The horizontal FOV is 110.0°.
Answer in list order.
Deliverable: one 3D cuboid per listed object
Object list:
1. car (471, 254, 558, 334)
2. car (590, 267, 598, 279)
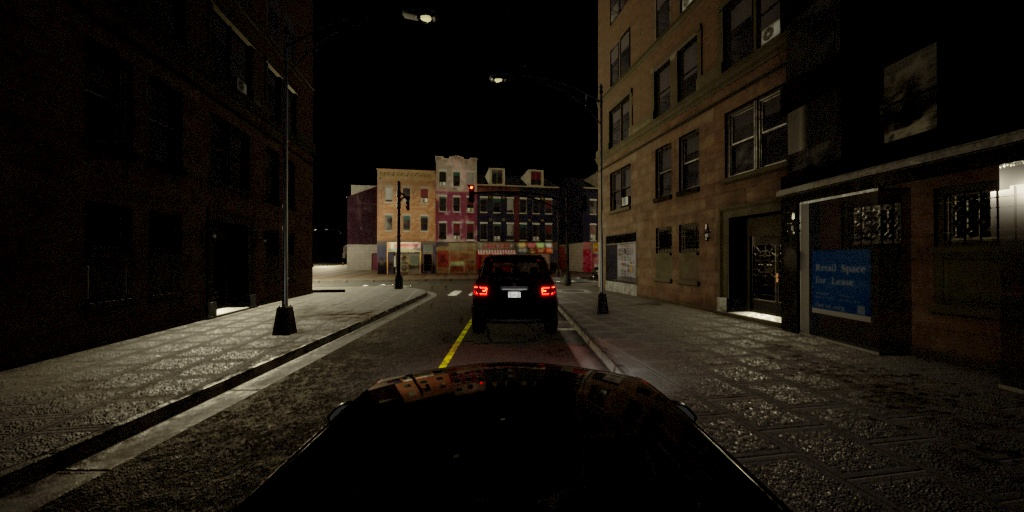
[{"bbox_3d":[0.095,0.973,10.829,2.150,2.045,5.566,0,0,1],"label":"car"},{"bbox_3d":[8.880,1.090,29.837,4.553,1.767,2.097,0,0,-10],"label":"car"}]
